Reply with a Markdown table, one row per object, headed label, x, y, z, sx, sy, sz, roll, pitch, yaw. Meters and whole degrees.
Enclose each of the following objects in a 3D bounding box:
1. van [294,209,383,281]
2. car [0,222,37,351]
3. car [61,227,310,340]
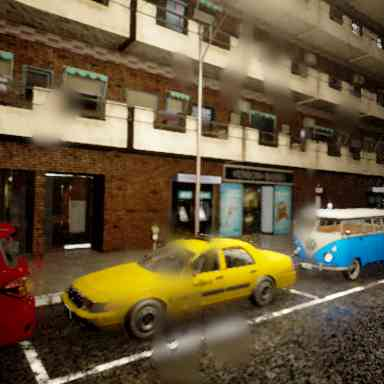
| label | x | y | z | sx | sy | sz | roll | pitch | yaw |
| --- | --- | --- | --- | --- | --- | --- | --- | --- | --- |
| van | 4.717 | 1.408 | 9.854 | 3.998 | 1.788 | 1.690 | 0 | 1 | -35 |
| car | -4.339 | 1.304 | 3.447 | 5.009 | 1.841 | 2.192 | 1 | 1 | -35 |
| car | 0.034 | 1.552 | 6.572 | 4.829 | 1.417 | 1.752 | 0 | 1 | -35 |
